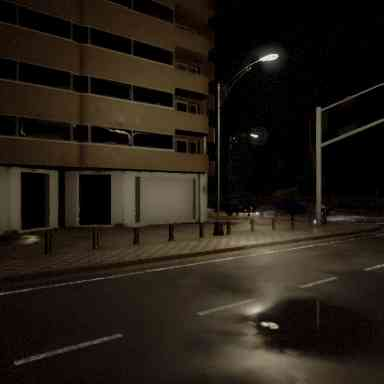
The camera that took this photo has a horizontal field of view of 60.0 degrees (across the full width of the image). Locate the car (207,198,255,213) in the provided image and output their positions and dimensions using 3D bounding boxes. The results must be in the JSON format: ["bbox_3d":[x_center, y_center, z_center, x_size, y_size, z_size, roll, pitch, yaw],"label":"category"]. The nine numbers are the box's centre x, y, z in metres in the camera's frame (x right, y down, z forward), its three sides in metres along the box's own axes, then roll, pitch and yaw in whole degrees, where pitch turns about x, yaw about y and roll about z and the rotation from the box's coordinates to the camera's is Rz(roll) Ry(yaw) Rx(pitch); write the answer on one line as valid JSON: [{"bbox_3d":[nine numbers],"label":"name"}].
[{"bbox_3d":[4.332,1.603,38.630,2.033,1.411,5.357,0,0,-36],"label":"car"}]

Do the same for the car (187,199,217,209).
[{"bbox_3d":[1.411,1.656,48.666,1.895,1.301,4.718,0,0,-36],"label":"car"}]

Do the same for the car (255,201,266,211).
[{"bbox_3d":[6.889,1.560,41.069,1.837,1.490,4.892,0,0,-36],"label":"car"}]

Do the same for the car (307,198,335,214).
[{"bbox_3d":[12.139,1.407,33.799,2.097,1.767,4.553,0,0,-36],"label":"car"}]

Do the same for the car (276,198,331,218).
[{"bbox_3d":[9.961,1.581,30.865,1.812,1.442,4.674,0,0,-37],"label":"car"}]
